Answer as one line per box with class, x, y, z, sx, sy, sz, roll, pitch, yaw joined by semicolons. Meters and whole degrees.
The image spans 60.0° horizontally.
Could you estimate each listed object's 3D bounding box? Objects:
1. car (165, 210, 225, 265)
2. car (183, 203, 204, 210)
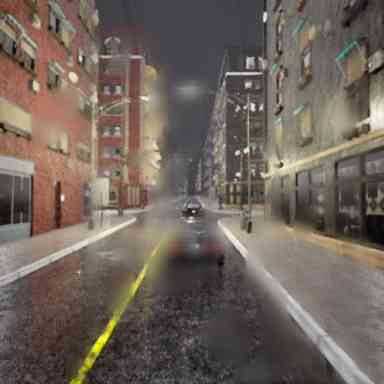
car;0.109;1.591;11.751;2.033;1.411;5.357;0;0;0
car;0.140;1.672;30.834;1.994;1.385;4.181;0;0;0
